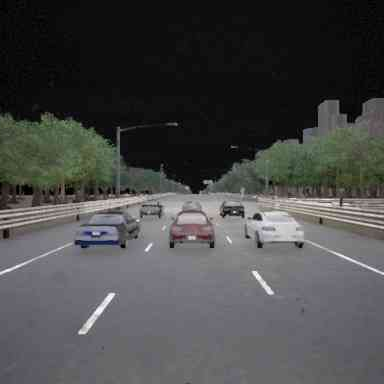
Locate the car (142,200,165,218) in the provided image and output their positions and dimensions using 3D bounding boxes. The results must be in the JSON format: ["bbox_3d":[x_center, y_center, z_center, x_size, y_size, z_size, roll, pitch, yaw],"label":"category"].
[{"bbox_3d":[-3.500,1.492,29.650,2.128,1.511,4.902,0,0,0],"label":"car"}]

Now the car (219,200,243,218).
[{"bbox_3d":[3.500,1.481,29.649,1.882,1.535,5.008,0,0,0],"label":"car"}]

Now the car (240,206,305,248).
[{"bbox_3d":[3.500,1.533,14.650,1.812,1.442,4.674,0,0,0],"label":"car"}]

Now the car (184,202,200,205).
[{"bbox_3d":[0.000,1.560,29.650,2.033,1.411,5.357,0,0,0],"label":"car"}]

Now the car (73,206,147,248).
[{"bbox_3d":[-3.500,1.563,14.650,2.033,1.411,5.357,0,0,0],"label":"car"}]

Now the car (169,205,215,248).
[{"bbox_3d":[0.000,1.533,14.650,1.812,1.442,4.674,0,0,0],"label":"car"}]
